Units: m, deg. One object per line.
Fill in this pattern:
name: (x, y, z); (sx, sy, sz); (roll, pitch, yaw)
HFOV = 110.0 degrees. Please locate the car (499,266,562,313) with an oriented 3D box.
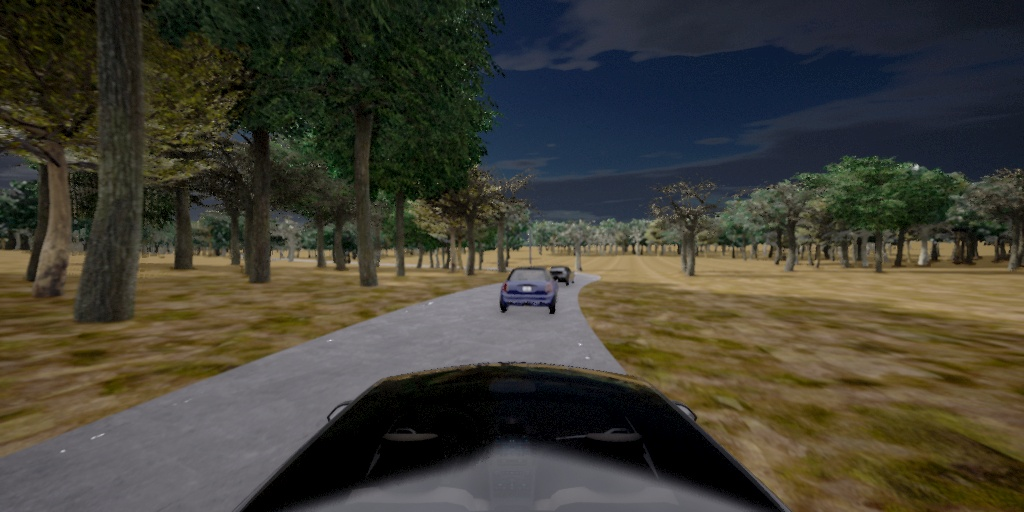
car: (0.855, 1.222, 14.934); (2.097, 1.767, 4.553); (0, -1, 9)

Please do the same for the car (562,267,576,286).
car: (4.041, 1.596, 29.473); (1.837, 1.490, 4.892); (0, 0, 18)
